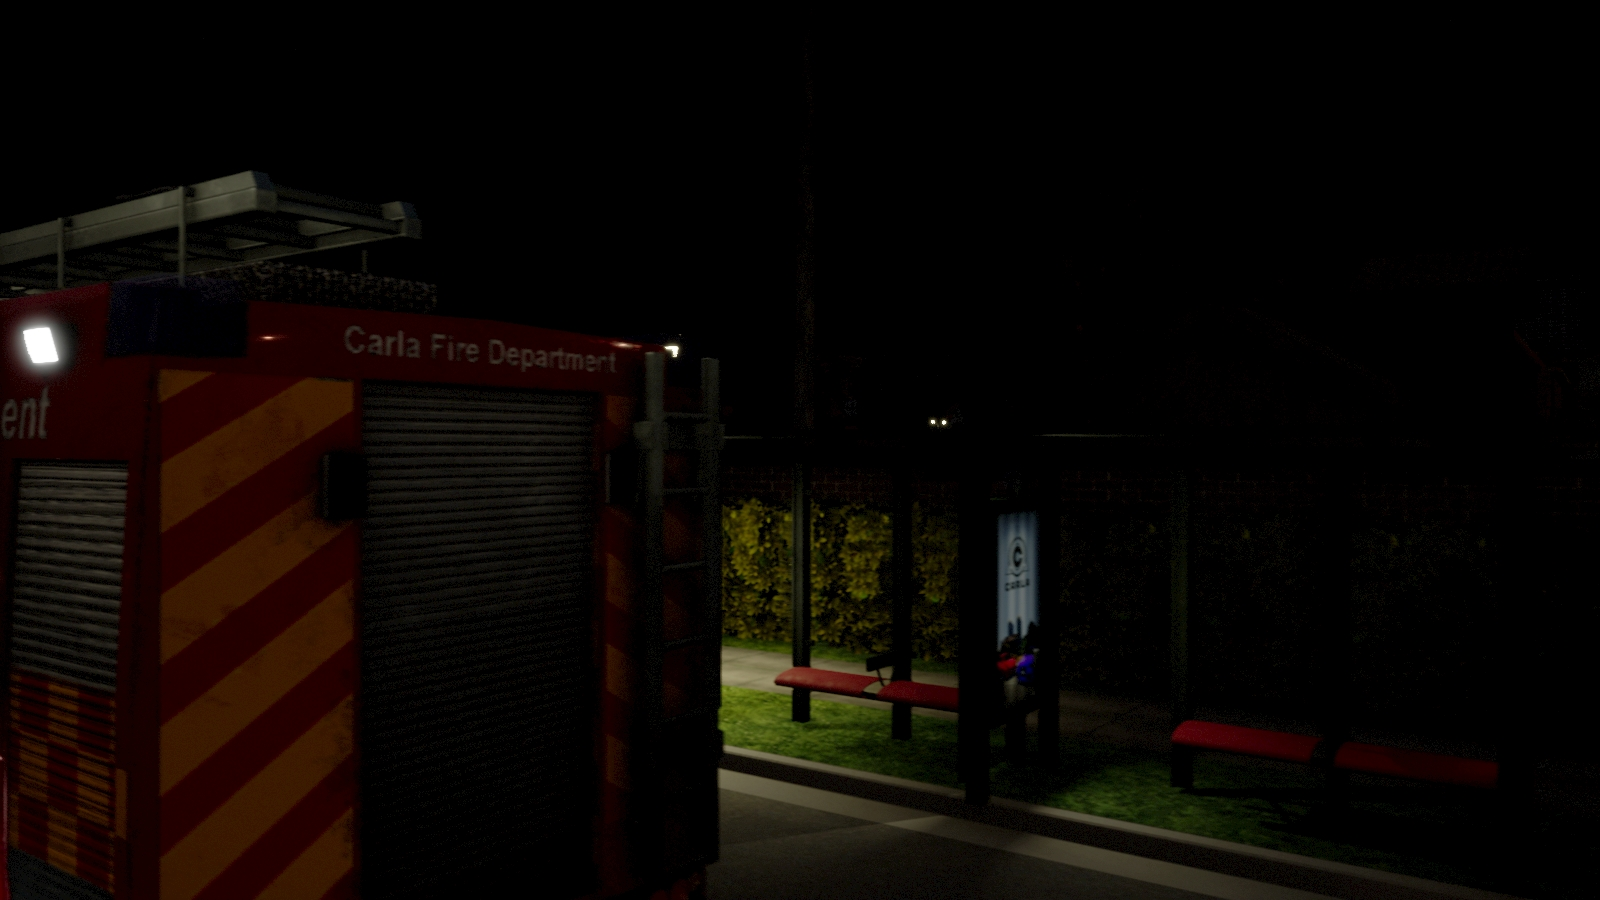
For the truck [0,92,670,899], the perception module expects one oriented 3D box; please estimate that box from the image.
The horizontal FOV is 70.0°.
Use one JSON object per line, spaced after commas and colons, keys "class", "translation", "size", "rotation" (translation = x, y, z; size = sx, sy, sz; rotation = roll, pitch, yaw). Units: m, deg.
{"class": "truck", "translation": [-4.943, 0.872, 6.921], "size": [8.468, 3.827, 2.891], "rotation": [0, 0, 35]}
